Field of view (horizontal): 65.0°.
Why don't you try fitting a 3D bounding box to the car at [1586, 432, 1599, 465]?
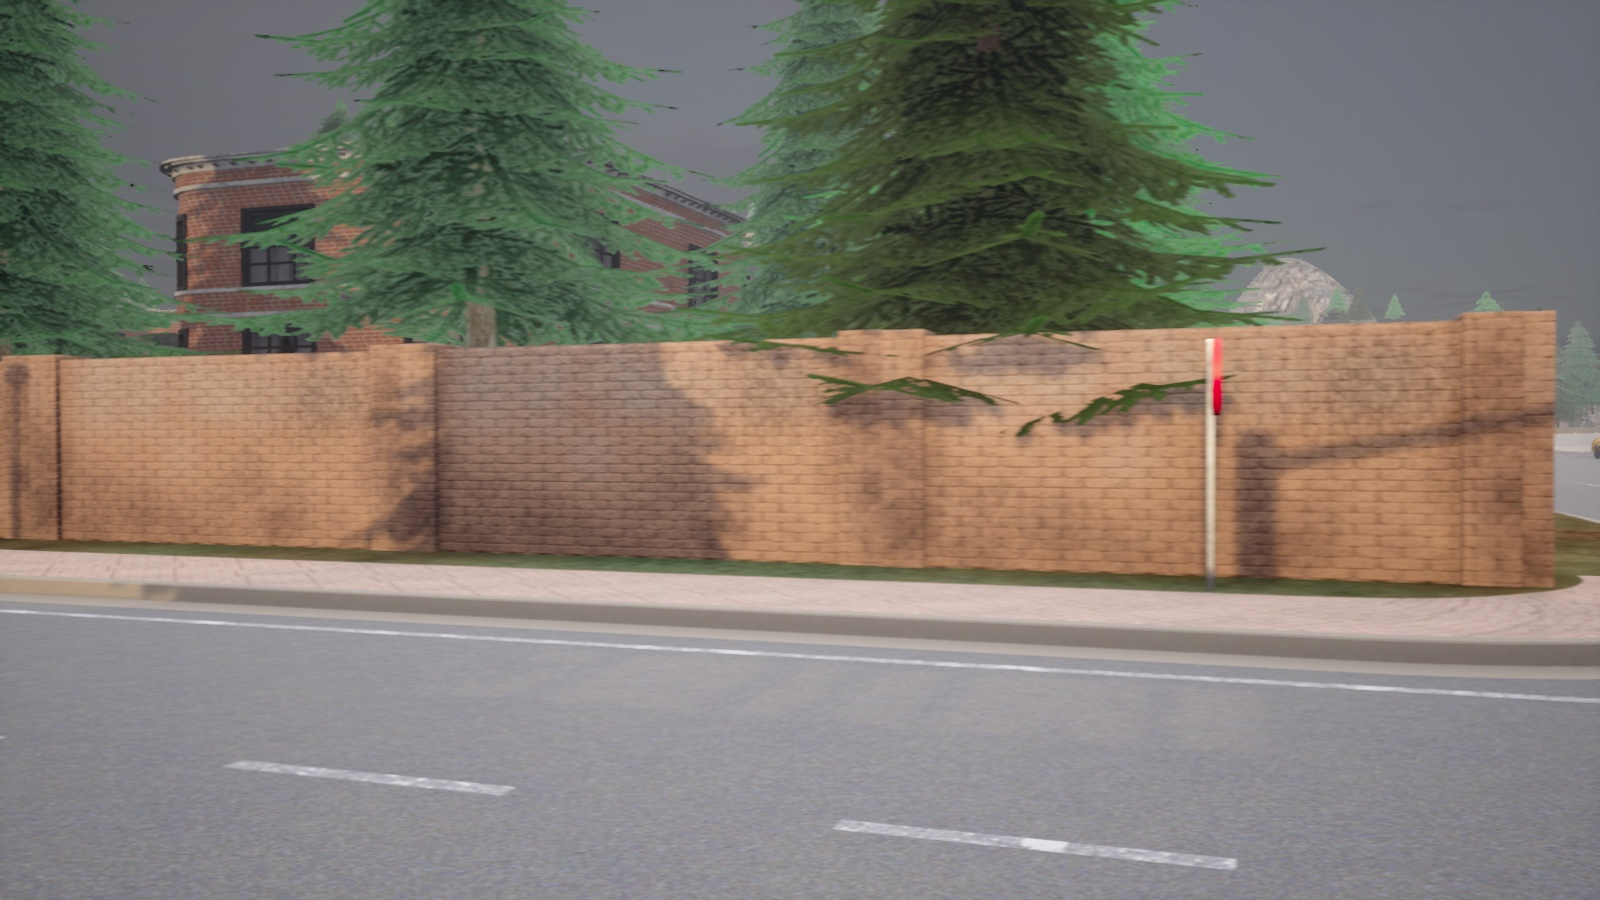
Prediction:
[{"bbox_3d":[39.640,-0.061,60.455,1.801,1.575,5.366,0,1,18],"label":"car"}]
